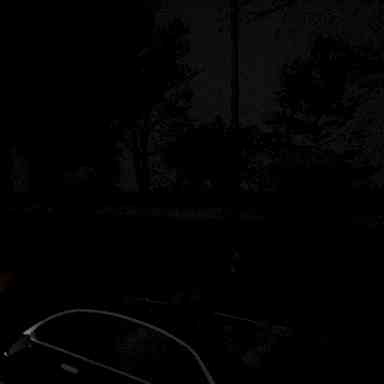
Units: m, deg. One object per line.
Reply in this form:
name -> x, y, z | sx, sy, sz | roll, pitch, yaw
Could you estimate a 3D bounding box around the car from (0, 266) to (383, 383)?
car -> -0.479, 1.566, 3.233 | 4.403, 1.369, 2.008 | -1, 0, 35
